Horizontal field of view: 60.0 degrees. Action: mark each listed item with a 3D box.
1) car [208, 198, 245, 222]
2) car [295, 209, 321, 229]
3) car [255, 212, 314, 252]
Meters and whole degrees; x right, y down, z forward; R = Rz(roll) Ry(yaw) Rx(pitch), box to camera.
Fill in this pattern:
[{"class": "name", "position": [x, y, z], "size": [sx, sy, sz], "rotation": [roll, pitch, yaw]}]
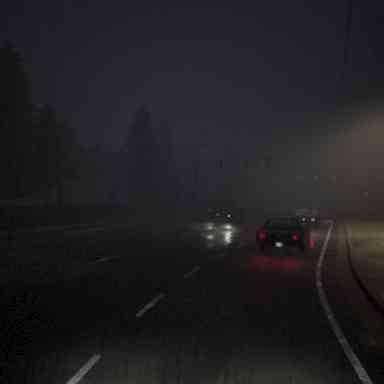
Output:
[{"class": "car", "position": [3.286, 1.582, 30.465], "size": [2.150, 2.045, 5.566], "rotation": [0, -1, 24]}, {"class": "car", "position": [8.509, 1.935, 24.719], "size": [1.895, 1.301, 4.718], "rotation": [0, -1, 24]}, {"class": "car", "position": [4.251, 1.798, 15.044], "size": [1.895, 1.301, 4.718], "rotation": [0, -1, 23]}]
